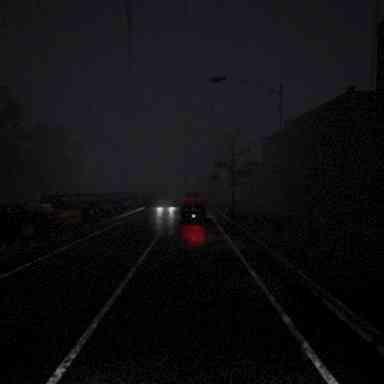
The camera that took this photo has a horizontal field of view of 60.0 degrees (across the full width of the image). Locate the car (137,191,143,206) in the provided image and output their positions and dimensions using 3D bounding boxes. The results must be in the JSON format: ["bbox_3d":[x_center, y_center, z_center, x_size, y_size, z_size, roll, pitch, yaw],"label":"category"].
[{"bbox_3d":[-8.858,1.071,41.256,4.553,1.767,2.185,0,0,0],"label":"car"}]

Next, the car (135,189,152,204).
[{"bbox_3d":[-8.866,0.914,46.862,5.566,2.045,2.435,0,0,0],"label":"car"}]

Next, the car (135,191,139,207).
[{"bbox_3d":[-8.918,1.086,38.453,4.553,1.767,2.185,0,0,0],"label":"car"}]

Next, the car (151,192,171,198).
[{"bbox_3d":[-8.751,0.755,94.527,5.366,1.575,1.946,0,1,0],"label":"car"}]

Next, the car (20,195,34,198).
[{"bbox_3d":[-21.980,1.169,46.480,4.892,1.521,2.231,0,0,0],"label":"car"}]

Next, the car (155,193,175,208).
[{"bbox_3d":[-3.317,1.235,43.297,1.812,1.442,4.674,0,0,0],"label":"car"}]

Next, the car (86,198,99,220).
[{"bbox_3d":[-8.901,1.334,21.634,4.792,1.488,2.163,0,0,0],"label":"car"}]

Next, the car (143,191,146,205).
[{"bbox_3d":[-8.861,1.055,44.059,4.553,1.767,2.185,0,0,0],"label":"car"}]

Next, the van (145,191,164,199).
[{"bbox_3d":[-9.041,0.713,80.506,4.442,1.987,1.878,0,1,0],"label":"van"}]

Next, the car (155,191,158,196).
[{"bbox_3d":[-8.898,1.105,58.076,4.892,1.521,2.231,0,0,0],"label":"car"}]

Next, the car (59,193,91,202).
[{"bbox_3d":[-22.175,1.073,63.135,5.366,1.575,1.946,0,0,0],"label":"car"}]

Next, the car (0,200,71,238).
[{"bbox_3d":[-8.862,1.336,16.031,5.008,1.535,2.097,0,0,0],"label":"car"}]

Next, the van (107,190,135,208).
[{"bbox_3d":[-8.768,1.001,35.649,4.442,1.987,1.878,0,0,0],"label":"van"}]

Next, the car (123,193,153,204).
[{"bbox_3d":[-8.933,0.993,55.272,4.553,1.767,2.185,0,0,0],"label":"car"}]

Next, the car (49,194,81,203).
[{"bbox_3d":[-21.955,1.137,57.584,4.792,1.488,2.163,0,0,0],"label":"car"}]

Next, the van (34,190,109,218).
[{"bbox_3d":[-8.758,1.063,24.436,4.442,1.987,1.878,0,0,0],"label":"van"}]

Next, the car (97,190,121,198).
[{"bbox_3d":[-21.982,0.593,88.118,5.566,2.045,2.435,0,1,0],"label":"car"}]

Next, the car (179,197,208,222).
[{"bbox_3d":[0.111,1.322,24.329,1.837,1.490,4.892,0,0,0],"label":"car"}]

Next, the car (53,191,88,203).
[{"bbox_3d":[-22.015,0.840,60.358,5.566,2.045,2.435,0,0,0],"label":"car"}]

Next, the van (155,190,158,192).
[{"bbox_3d":[-9.024,0.862,60.878,4.442,1.987,1.878,0,0,0],"label":"van"}]

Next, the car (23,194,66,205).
[{"bbox_3d":[-21.791,1.150,49.257,5.366,1.575,1.946,0,0,0],"label":"car"}]

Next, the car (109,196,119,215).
[{"bbox_3d":[-8.848,1.303,27.241,4.792,1.488,2.163,0,0,0],"label":"car"}]

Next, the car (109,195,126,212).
[{"bbox_3d":[-8.850,1.288,30.044,4.792,1.488,2.163,0,0,0],"label":"car"}]

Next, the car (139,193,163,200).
[{"bbox_3d":[-8.923,1.021,72.095,4.892,1.521,2.231,0,0,0],"label":"car"}]

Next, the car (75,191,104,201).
[{"bbox_3d":[-21.967,0.774,71.461,5.566,2.045,2.435,0,0,0],"label":"car"}]

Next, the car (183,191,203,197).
[{"bbox_3d":[0.120,0.946,40.947,2.150,2.045,5.566,0,1,0],"label":"car"}]

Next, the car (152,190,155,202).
[{"bbox_3d":[-8.868,0.899,49.665,5.566,2.045,2.435,0,0,0],"label":"car"}]

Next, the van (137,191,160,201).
[{"bbox_3d":[-9.031,0.816,69.286,4.442,1.987,1.878,0,0,0],"label":"van"}]

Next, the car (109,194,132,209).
[{"bbox_3d":[-8.877,1.242,32.847,5.008,1.535,2.097,0,0,0],"label":"car"}]

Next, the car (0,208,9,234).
[{"bbox_3d":[-8.833,1.406,10.423,4.792,1.488,2.163,0,0,0],"label":"car"}]

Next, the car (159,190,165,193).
[{"bbox_3d":[-8.884,0.806,66.485,5.566,2.045,2.435,0,0,0],"label":"car"}]

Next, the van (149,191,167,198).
[{"bbox_3d":[-9.049,0.607,88.917,4.442,1.987,1.878,0,1,0],"label":"van"}]

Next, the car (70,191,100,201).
[{"bbox_3d":[-22.022,0.794,68.685,5.566,2.045,2.435,0,0,0],"label":"car"}]

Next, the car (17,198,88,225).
[{"bbox_3d":[-9.055,1.317,18.831,5.366,1.575,1.946,0,0,0],"label":"car"}]

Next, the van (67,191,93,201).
[{"bbox_3d":[-22.108,0.835,65.909,4.442,1.987,1.878,0,0,0],"label":"van"}]

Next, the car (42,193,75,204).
[{"bbox_3d":[-22.012,0.997,54.806,4.553,1.767,2.185,0,0,0],"label":"car"}]
